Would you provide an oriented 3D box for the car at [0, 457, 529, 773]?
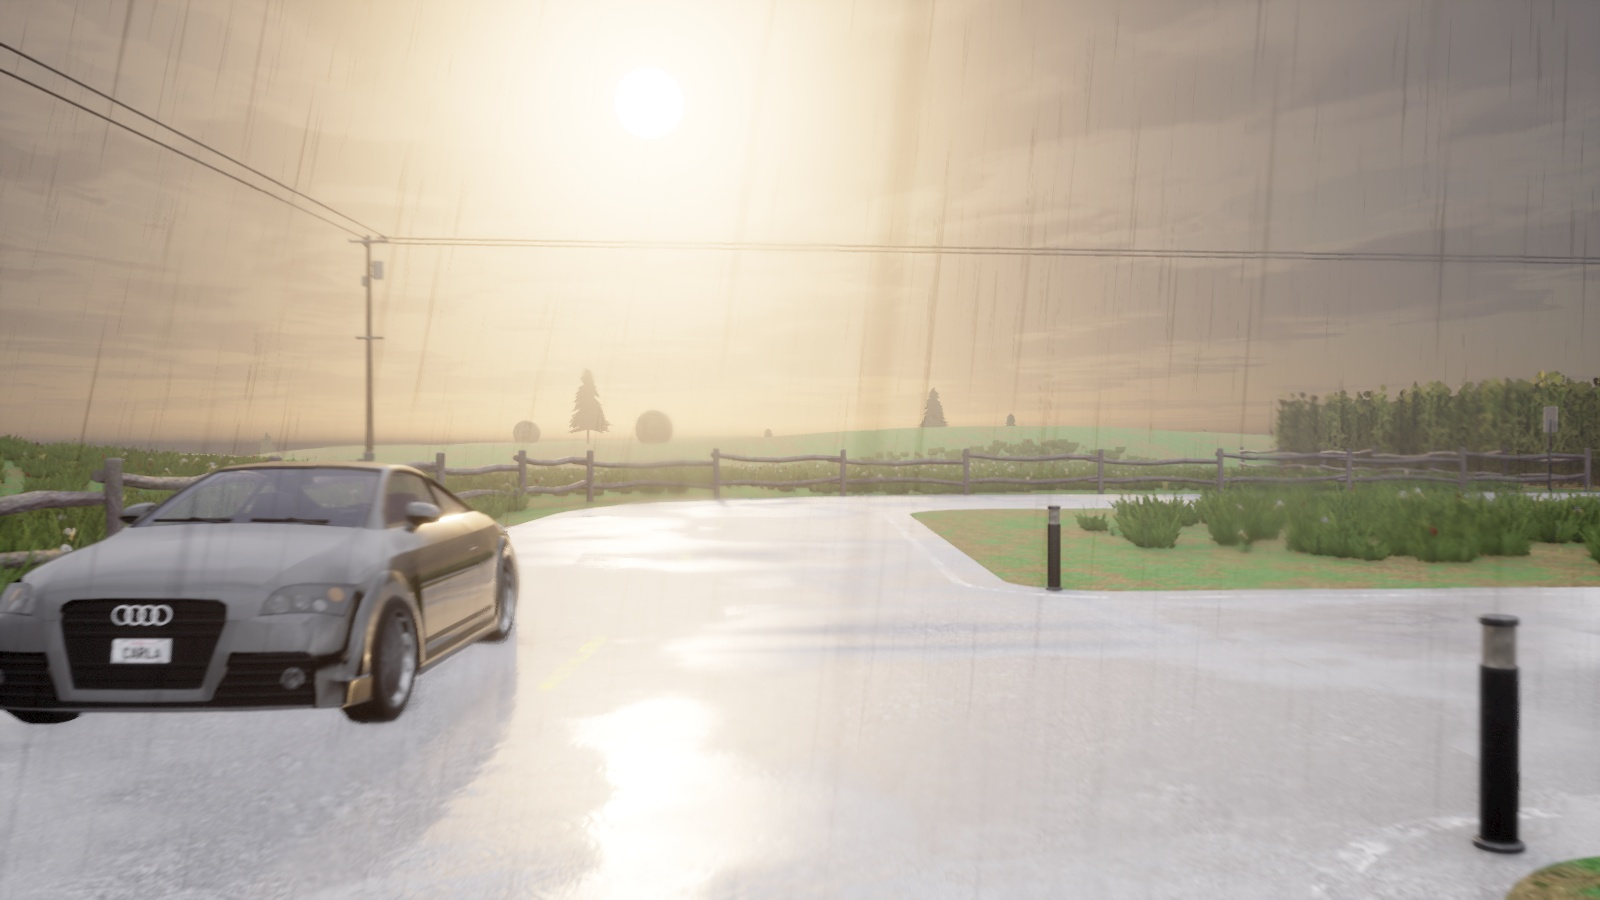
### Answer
[{"bbox_3d":[-3.141,0.764,7.808,1.994,1.385,4.181,0,0,0],"label":"car"}]
